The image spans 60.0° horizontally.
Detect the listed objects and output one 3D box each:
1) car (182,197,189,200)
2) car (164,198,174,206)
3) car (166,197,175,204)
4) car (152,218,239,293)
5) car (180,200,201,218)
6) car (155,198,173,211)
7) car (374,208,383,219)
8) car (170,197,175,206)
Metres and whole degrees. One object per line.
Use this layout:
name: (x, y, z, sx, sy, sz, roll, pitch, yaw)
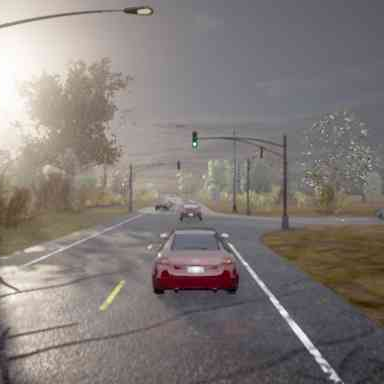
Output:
car: (-1.859, 2.129, 89.305, 2.128, 1.511, 4.902, 0, 0, -2)
car: (-4.505, 1.920, 65.667, 1.882, 1.535, 5.008, 0, 0, -2)
car: (-4.850, 1.991, 76.115, 1.882, 1.535, 5.008, 0, 0, -2)
car: (0.071, 1.626, 9.041, 1.994, 1.385, 4.181, 0, 0, 0)
car: (-0.117, 1.729, 30.113, 1.812, 1.442, 4.674, 0, 0, -1)
car: (-4.087, 1.911, 46.103, 1.895, 1.301, 4.718, 0, 0, -1)
car: (18.725, 1.778, 29.908, 4.181, 1.385, 1.994, 0, 0, 1)
car: (-4.280, 1.936, 55.292, 1.994, 1.385, 4.181, 0, 0, -1)
